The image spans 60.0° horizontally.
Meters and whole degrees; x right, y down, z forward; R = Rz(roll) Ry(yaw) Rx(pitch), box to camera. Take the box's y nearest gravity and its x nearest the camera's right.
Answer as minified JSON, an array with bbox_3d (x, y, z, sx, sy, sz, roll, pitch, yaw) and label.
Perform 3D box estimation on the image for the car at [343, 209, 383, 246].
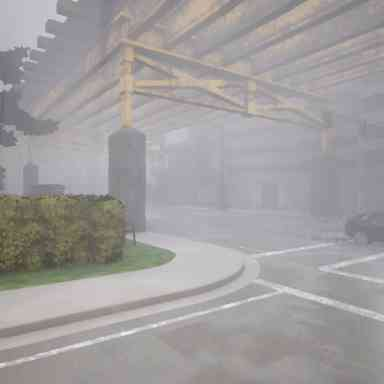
[{"bbox_3d":[8.615,1.476,13.234,1.837,1.490,4.892,0,0,-36],"label":"car"}]
